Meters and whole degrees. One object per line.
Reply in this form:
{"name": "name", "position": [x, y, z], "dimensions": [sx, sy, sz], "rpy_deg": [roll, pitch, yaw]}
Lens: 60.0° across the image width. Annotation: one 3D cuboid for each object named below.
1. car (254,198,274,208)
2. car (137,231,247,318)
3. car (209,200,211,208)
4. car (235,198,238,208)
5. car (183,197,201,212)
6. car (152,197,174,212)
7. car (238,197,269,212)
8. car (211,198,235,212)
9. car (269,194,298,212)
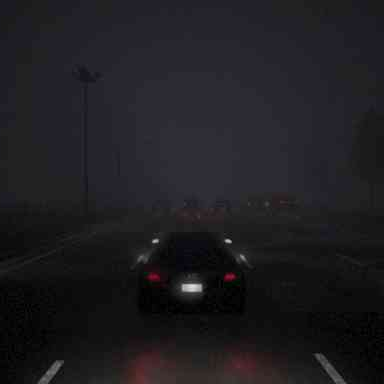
{"name": "car", "position": [10.494, 1.601, 48.872], "dimensions": [1.895, 1.301, 4.718], "rpy_deg": [0, 0, 0]}
{"name": "car", "position": [-0.002, 1.564, 7.539], "dimensions": [1.994, 1.385, 4.181], "rpy_deg": [0, 0, 0]}
{"name": "car", "position": [3.494, 1.601, 48.895], "dimensions": [1.895, 1.301, 4.718], "rpy_deg": [0, 0, 0]}
{"name": "car", "position": [6.990, 1.547, 48.161], "dimensions": [2.033, 1.411, 5.357], "rpy_deg": [0, 0, 0]}
{"name": "car", "position": [0.001, 1.352, 38.861], "dimensions": [2.097, 1.767, 4.553], "rpy_deg": [0, 0, 0]}
{"name": "car", "position": [-3.499, 1.505, 38.878], "dimensions": [1.837, 1.490, 4.892], "rpy_deg": [0, 0, 0]}
{"name": "car", "position": [6.998, 1.352, 38.421], "dimensions": [2.097, 1.767, 4.553], "rpy_deg": [0, 0, 0]}
{"name": "car", "position": [3.498, 1.505, 38.623], "dimensions": [1.837, 1.490, 4.892], "rpy_deg": [0, 0, 0]}
{"name": "car", "position": [10.499, 1.221, 38.371], "dimensions": [2.150, 2.045, 5.566], "rpy_deg": [0, 0, 0]}
